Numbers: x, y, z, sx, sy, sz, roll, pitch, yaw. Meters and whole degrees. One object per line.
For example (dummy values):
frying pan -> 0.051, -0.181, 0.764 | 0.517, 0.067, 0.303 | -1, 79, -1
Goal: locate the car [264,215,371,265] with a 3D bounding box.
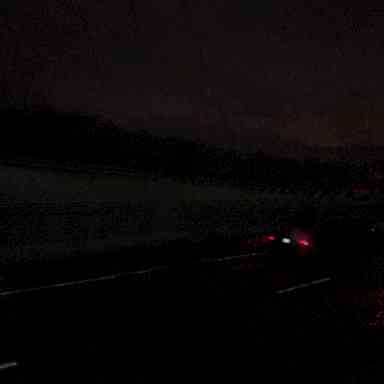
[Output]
car -> 4.900, 1.541, 11.688 | 5.357, 1.411, 2.033 | 0, 0, -37

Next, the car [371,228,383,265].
car -> 7.050, 1.472, 8.937 | 5.008, 1.535, 1.882 | 0, 0, -37
